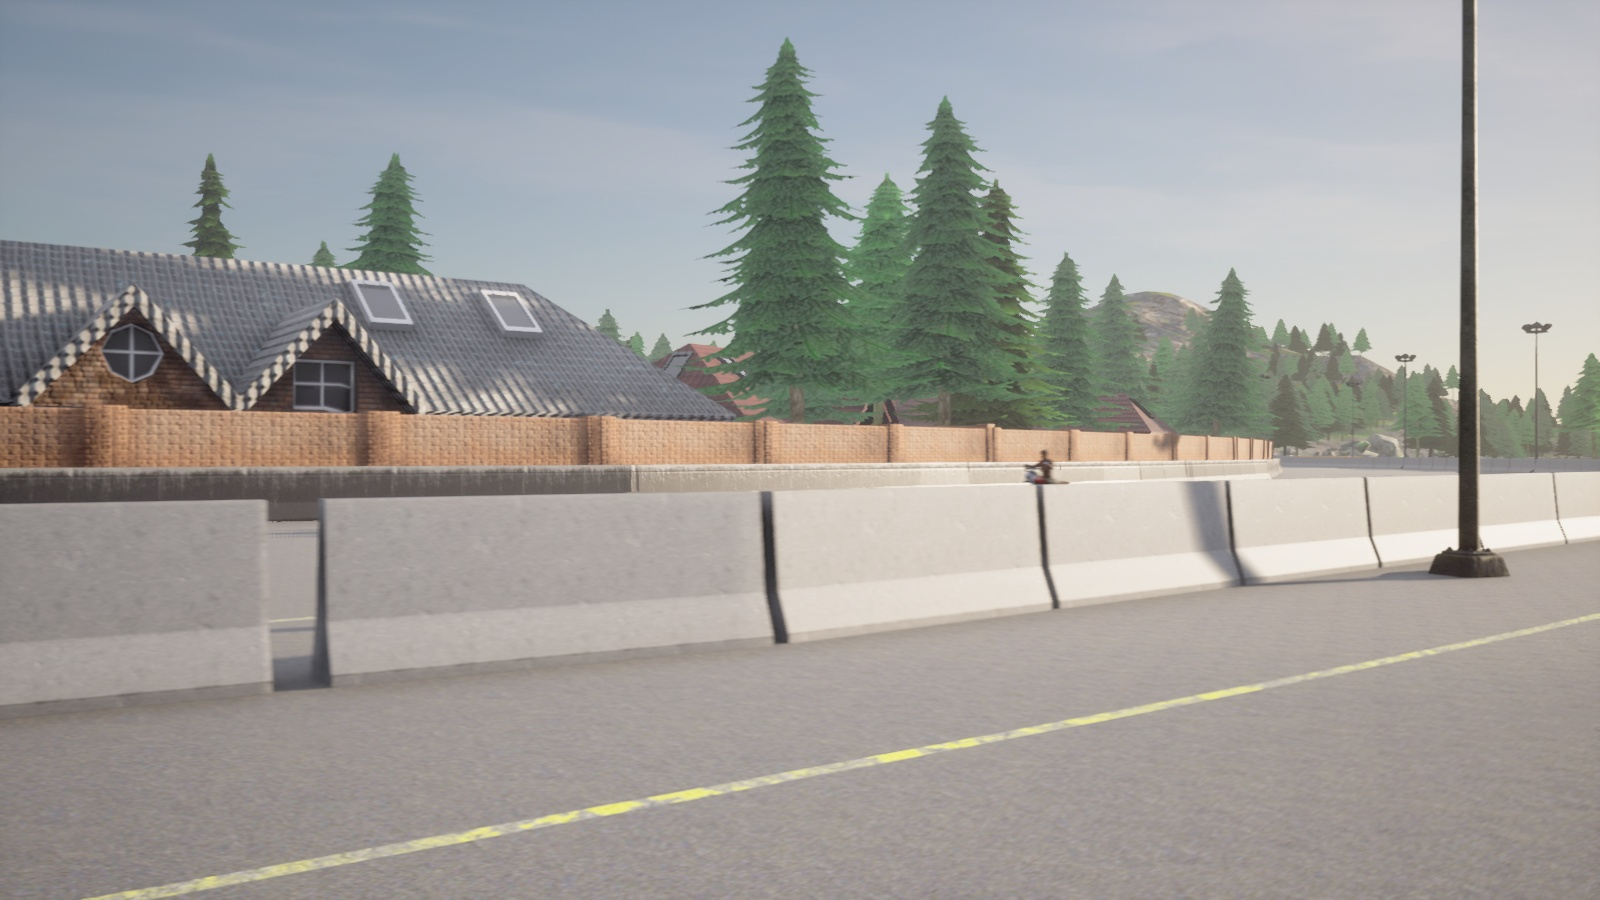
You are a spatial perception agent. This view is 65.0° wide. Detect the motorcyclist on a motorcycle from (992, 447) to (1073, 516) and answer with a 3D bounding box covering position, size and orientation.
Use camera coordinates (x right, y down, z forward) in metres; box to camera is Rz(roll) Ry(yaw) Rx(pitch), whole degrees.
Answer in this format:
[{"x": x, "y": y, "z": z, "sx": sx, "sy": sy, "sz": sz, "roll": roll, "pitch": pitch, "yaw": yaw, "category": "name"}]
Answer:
[{"x": 5.822, "y": 0.767, "z": 31.349, "sx": 2.350, "sy": 1.649, "sz": 0.766, "roll": 0, "pitch": -1, "yaw": -44, "category": "motorcyclist on a motorcycle"}]
